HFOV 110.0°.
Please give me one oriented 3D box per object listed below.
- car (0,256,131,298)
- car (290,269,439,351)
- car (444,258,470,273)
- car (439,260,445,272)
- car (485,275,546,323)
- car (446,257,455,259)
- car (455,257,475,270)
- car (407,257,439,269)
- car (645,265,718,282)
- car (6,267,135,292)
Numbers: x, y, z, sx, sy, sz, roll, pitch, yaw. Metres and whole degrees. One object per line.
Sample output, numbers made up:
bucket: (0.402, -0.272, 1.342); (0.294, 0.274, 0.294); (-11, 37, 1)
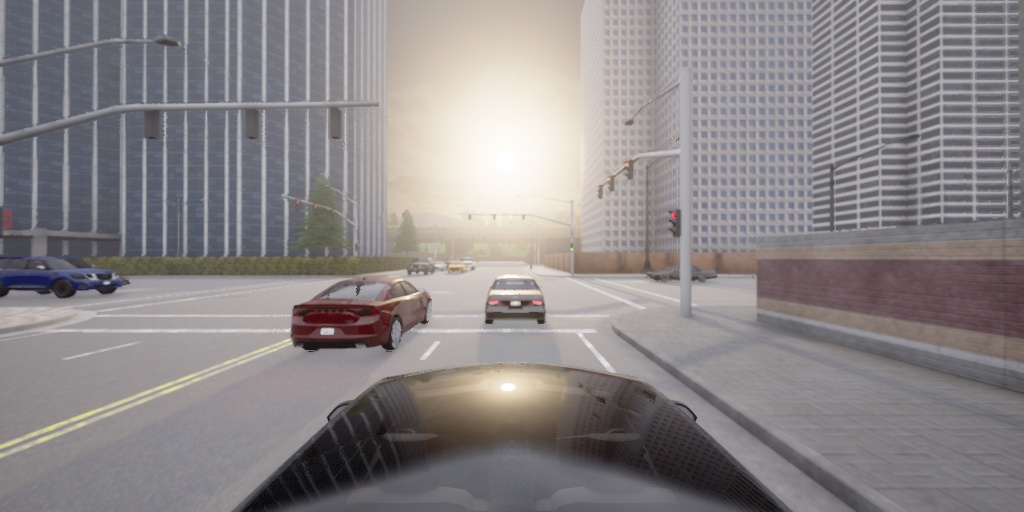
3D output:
car: (-23.605, 1.041, 18.440); (5.566, 2.045, 2.150); (0, 0, 0)
car: (-3.408, 1.258, 9.108); (1.882, 1.535, 5.008); (0, 0, 0)
car: (-7.085, 1.413, 46.752); (1.882, 1.535, 5.008); (0, 0, 0)
car: (-10.575, 1.481, 51.684); (1.812, 1.442, 4.674); (0, 0, 0)
car: (0.097, 1.341, 12.231); (2.033, 1.411, 5.357); (0, 0, 0)
car: (-10.510, 1.221, 62.425); (2.150, 2.045, 5.566); (0, 0, 0)
car: (-7.057, 1.197, 56.594); (2.150, 2.045, 5.566); (0, 0, 0)
car: (-10.589, 1.138, 42.145); (2.150, 2.045, 5.566); (0, 0, 0)
car: (13.898, 1.412, 29.539); (5.357, 1.411, 2.033); (0, 0, 0)
car: (-26.795, 1.381, 21.915); (5.357, 1.411, 2.033); (0, 0, 0)
